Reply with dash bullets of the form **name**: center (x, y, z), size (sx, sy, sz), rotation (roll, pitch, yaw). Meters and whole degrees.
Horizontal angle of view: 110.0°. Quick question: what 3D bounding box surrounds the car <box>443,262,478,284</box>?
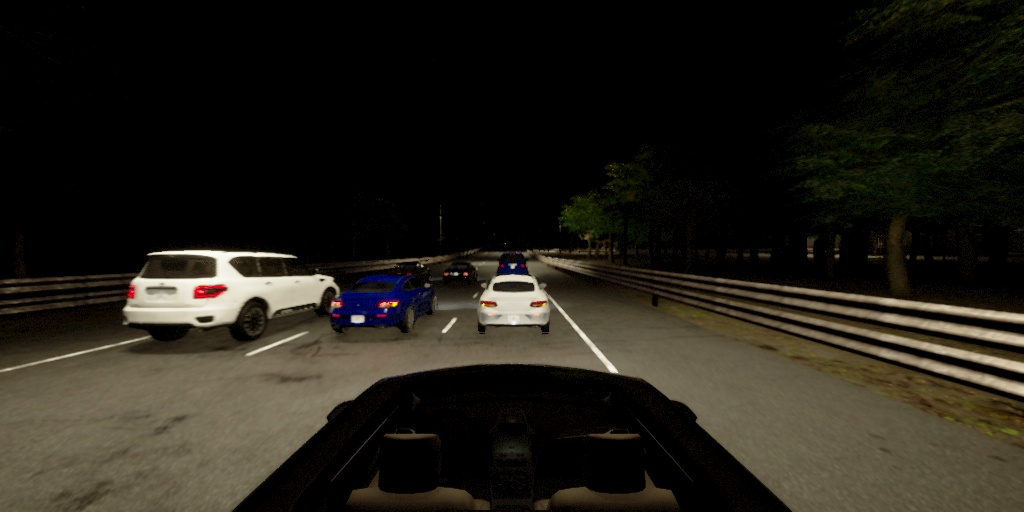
- **car**: center (-3.458, 1.141, 24.722), size (2.033, 1.411, 5.357), rotation (0, 0, 0)

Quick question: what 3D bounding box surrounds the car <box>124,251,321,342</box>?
- **car**: center (-6.957, 0.917, 9.831), size (2.150, 2.045, 5.566), rotation (0, -1, 1)

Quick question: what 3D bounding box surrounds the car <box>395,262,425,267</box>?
- **car**: center (-6.959, 1.141, 24.715), size (2.033, 1.411, 5.357), rotation (0, 0, 1)

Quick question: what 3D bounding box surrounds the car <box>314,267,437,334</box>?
- **car**: center (-3.453, 1.225, 10.318), size (1.812, 1.442, 4.674), rotation (0, 0, 0)

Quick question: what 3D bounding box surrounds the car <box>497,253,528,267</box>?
- **car**: center (0.061, 0.797, 27.246), size (2.150, 2.045, 5.566), rotation (0, 1, 0)

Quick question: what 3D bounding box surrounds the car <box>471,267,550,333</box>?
- **car**: center (0.052, 1.224, 10.412), size (1.812, 1.442, 4.674), rotation (0, 1, 0)
